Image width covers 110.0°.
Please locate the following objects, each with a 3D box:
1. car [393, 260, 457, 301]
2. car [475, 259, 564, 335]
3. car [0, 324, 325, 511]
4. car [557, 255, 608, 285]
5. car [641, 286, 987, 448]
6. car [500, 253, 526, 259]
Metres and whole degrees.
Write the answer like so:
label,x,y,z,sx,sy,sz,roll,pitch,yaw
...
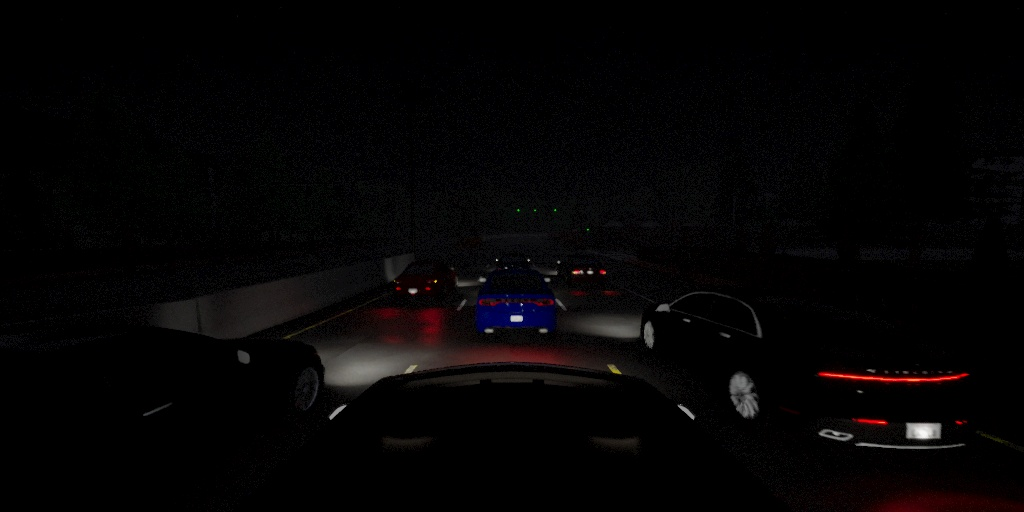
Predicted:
label,x,y,z,sx,sy,sz,roll,pitch,yaw
car,-3.428,0.893,14.669,1.812,1.442,4.674,0,4,0
car,0.088,1.063,10.012,1.882,1.535,5.008,0,2,0
car,-3.401,1.273,2.837,1.812,1.442,4.674,0,0,0
car,3.557,0.633,18.920,2.033,1.411,5.357,0,4,0
car,3.598,1.216,5.551,1.837,1.490,4.892,0,2,0
car,0.051,0.529,20.391,2.033,1.411,5.357,0,4,0
